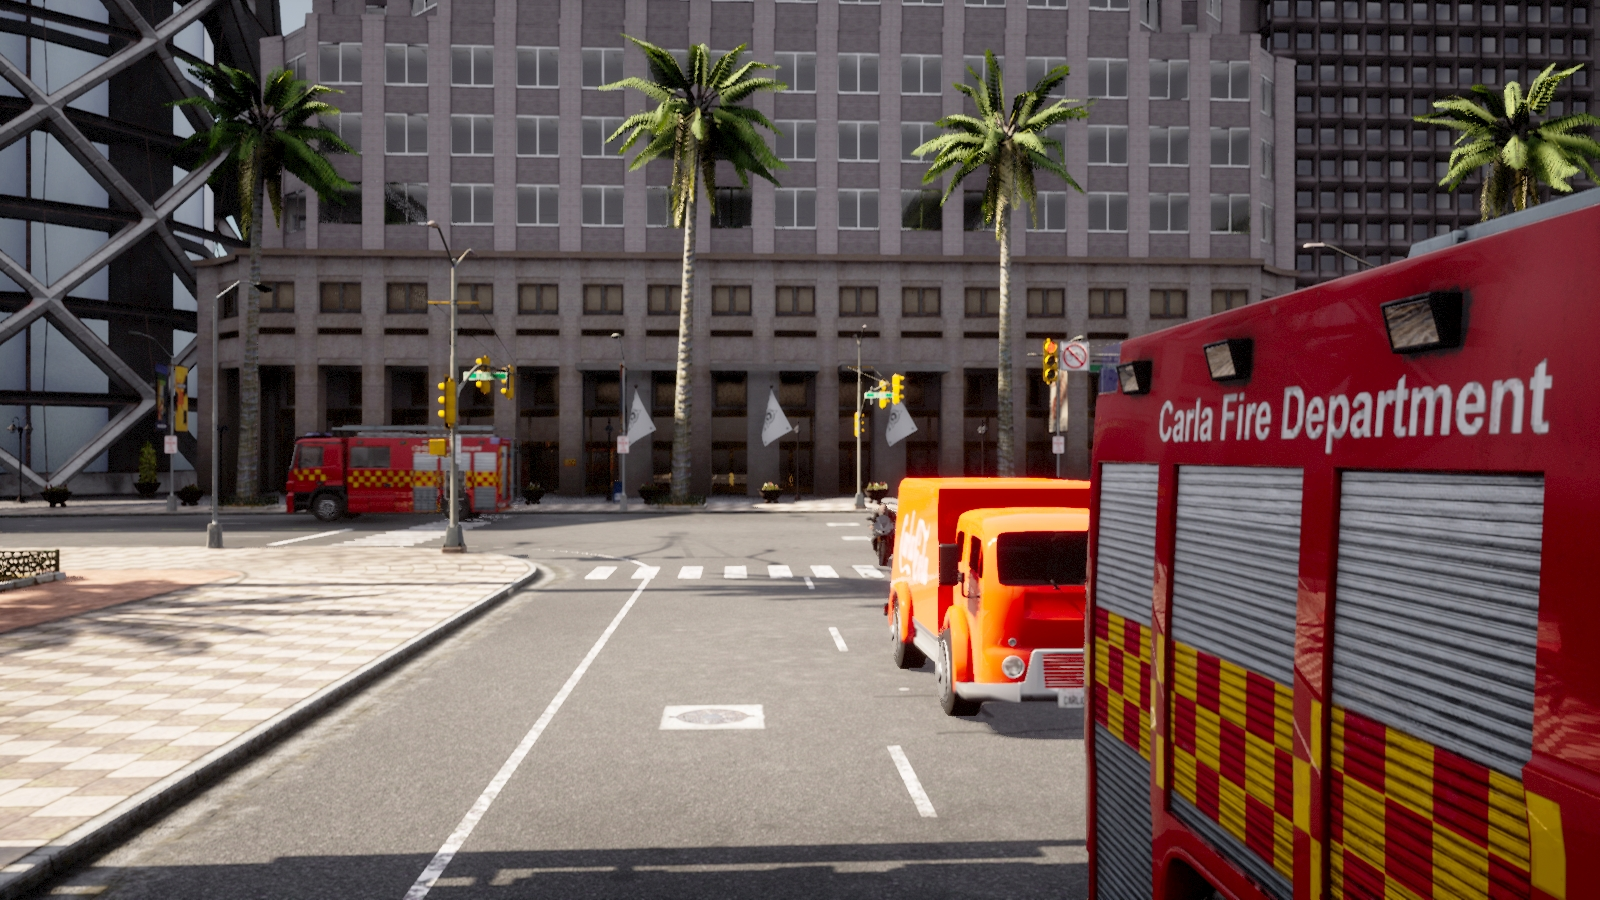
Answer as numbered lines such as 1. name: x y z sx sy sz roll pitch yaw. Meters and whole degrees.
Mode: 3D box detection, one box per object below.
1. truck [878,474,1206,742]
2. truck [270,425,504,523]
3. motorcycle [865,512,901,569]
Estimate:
1. truck: 2.538 1.585 13.690 2.627 2.467 5.204 0 0 -3
2. truck: -16.638 0.948 46.494 8.468 3.827 2.891 0 0 -3
3. motorcycle: 2.086 2.241 28.640 0.867 1.251 2.209 0 0 4
